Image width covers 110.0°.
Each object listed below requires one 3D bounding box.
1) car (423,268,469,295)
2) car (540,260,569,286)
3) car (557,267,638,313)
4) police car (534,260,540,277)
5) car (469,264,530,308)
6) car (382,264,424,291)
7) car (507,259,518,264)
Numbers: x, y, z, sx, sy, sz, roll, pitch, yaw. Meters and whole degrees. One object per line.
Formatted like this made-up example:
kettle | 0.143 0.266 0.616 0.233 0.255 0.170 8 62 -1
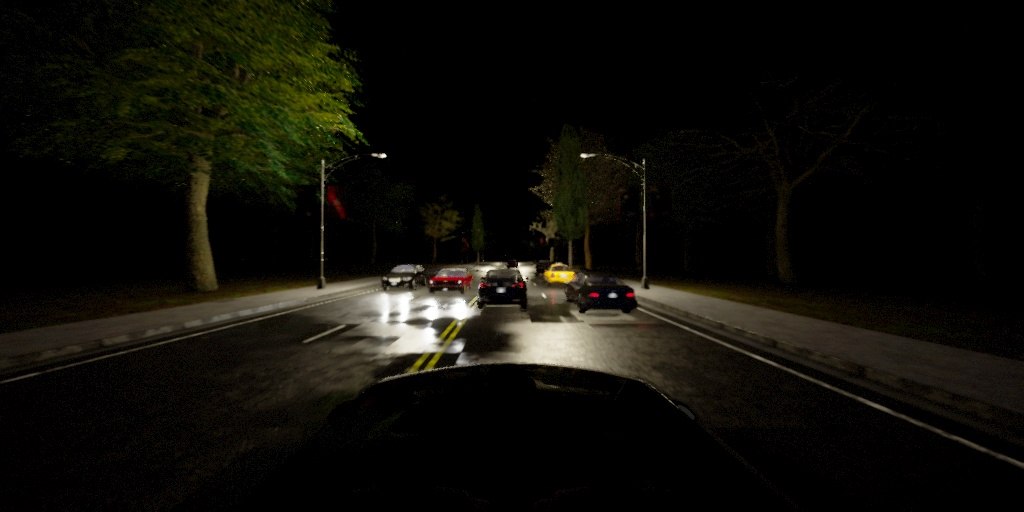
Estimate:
car | -3.341 1.381 20.221 1.895 1.301 4.718 0 0 0
car | 3.260 1.235 25.281 1.801 1.575 5.366 0 0 0
car | 3.255 1.326 14.090 2.033 1.411 5.357 0 0 0
police car | 3.264 1.206 36.202 1.930 1.638 5.238 0 0 0
car | -0.312 1.284 15.434 2.163 1.488 4.792 0 0 2
car | -6.588 1.272 22.517 2.128 1.511 4.902 0 0 0
car | 0.053 1.362 57.422 2.033 1.411 5.357 0 0 1
